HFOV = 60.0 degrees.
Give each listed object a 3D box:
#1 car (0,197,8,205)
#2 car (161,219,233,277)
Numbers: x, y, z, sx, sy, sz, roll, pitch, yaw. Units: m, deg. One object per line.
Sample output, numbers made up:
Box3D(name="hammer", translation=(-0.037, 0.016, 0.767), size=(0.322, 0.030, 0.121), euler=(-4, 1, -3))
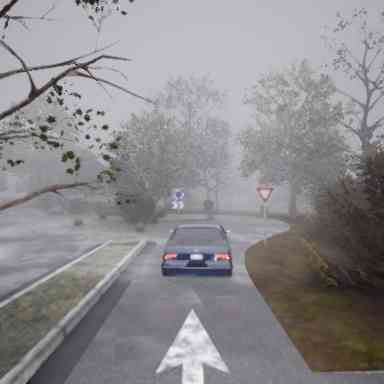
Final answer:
Box3D(name="car", translation=(-25.454, 1.054, 41.428), size=(4.674, 1.442, 1.812), euler=(4, -2, 1))
Box3D(name="car", translation=(0.236, 1.531, 10.138), size=(2.033, 1.411, 5.357), euler=(0, 0, 3))
